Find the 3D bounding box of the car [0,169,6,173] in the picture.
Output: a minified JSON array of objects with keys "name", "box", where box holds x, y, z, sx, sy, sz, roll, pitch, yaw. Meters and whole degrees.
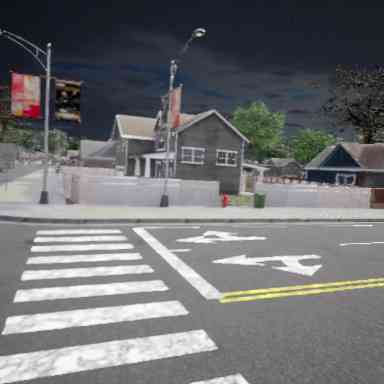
[{"name":"car","box":[-28.949,-3.719,50.033,1.882,1.535,5.008,2,4,-22]}]
